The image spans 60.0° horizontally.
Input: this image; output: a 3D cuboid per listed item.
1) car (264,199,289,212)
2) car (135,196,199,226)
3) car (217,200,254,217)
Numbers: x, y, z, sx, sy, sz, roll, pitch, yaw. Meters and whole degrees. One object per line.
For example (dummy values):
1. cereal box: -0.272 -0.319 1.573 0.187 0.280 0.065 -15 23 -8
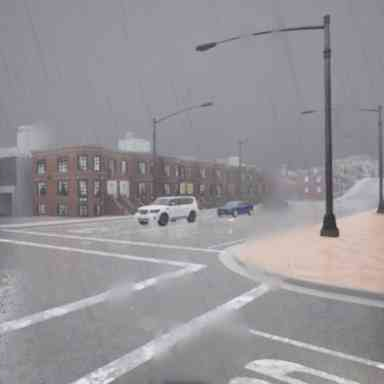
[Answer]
1. car: 10.540 1.647 41.197 1.812 1.442 4.674 -1 -1 37
2. car: -1.701 1.349 24.958 2.150 2.045 5.566 -1 -1 37
3. car: 4.344 1.602 32.984 1.882 1.535 5.008 -1 -1 37
